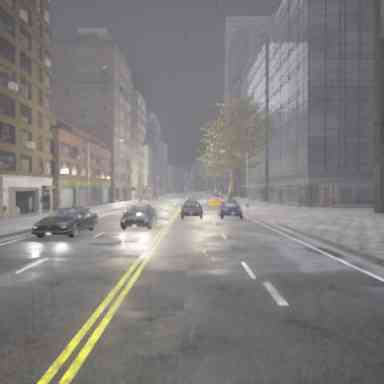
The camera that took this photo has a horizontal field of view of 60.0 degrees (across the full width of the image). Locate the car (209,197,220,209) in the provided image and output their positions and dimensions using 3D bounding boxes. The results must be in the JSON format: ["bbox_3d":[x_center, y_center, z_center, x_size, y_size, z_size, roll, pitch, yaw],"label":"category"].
[{"bbox_3d":[3.299,1.449,45.398,1.882,1.535,5.008,0,0,1],"label":"car"}]

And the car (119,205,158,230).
[{"bbox_3d":[-3.260,1.541,21.473,2.033,1.411,5.357,0,0,0],"label":"car"}]

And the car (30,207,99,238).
[{"bbox_3d":[-6.591,1.543,18.016,2.033,1.411,5.357,0,0,1],"label":"car"}]

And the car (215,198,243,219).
[{"bbox_3d":[3.247,1.515,28.598,1.812,1.442,4.674,0,0,0],"label":"car"}]

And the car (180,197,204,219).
[{"bbox_3d":[0.000,1.481,28.513,2.128,1.511,4.902,0,0,0],"label":"car"}]

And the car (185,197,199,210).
[{"bbox_3d":[0.044,1.479,44.457,1.837,1.490,4.892,0,1,0],"label":"car"}]
